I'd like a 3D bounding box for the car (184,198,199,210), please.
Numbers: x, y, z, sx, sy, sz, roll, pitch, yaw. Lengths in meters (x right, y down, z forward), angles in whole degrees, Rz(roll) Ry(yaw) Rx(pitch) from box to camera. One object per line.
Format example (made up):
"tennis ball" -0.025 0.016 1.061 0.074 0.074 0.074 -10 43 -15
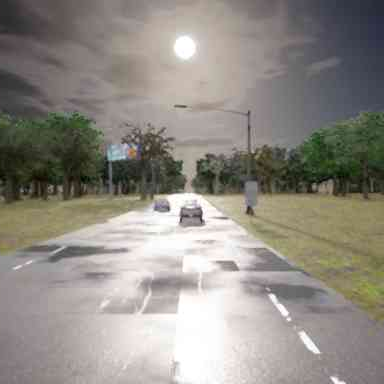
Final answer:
"car" -0.051 1.573 44.522 1.895 1.301 4.718 0 0 0

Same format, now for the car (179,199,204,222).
"car" -0.055 1.546 27.050 2.128 1.511 4.902 0 0 0

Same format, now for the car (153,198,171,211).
"car" -3.623 1.530 41.190 1.812 1.442 4.674 0 0 0
